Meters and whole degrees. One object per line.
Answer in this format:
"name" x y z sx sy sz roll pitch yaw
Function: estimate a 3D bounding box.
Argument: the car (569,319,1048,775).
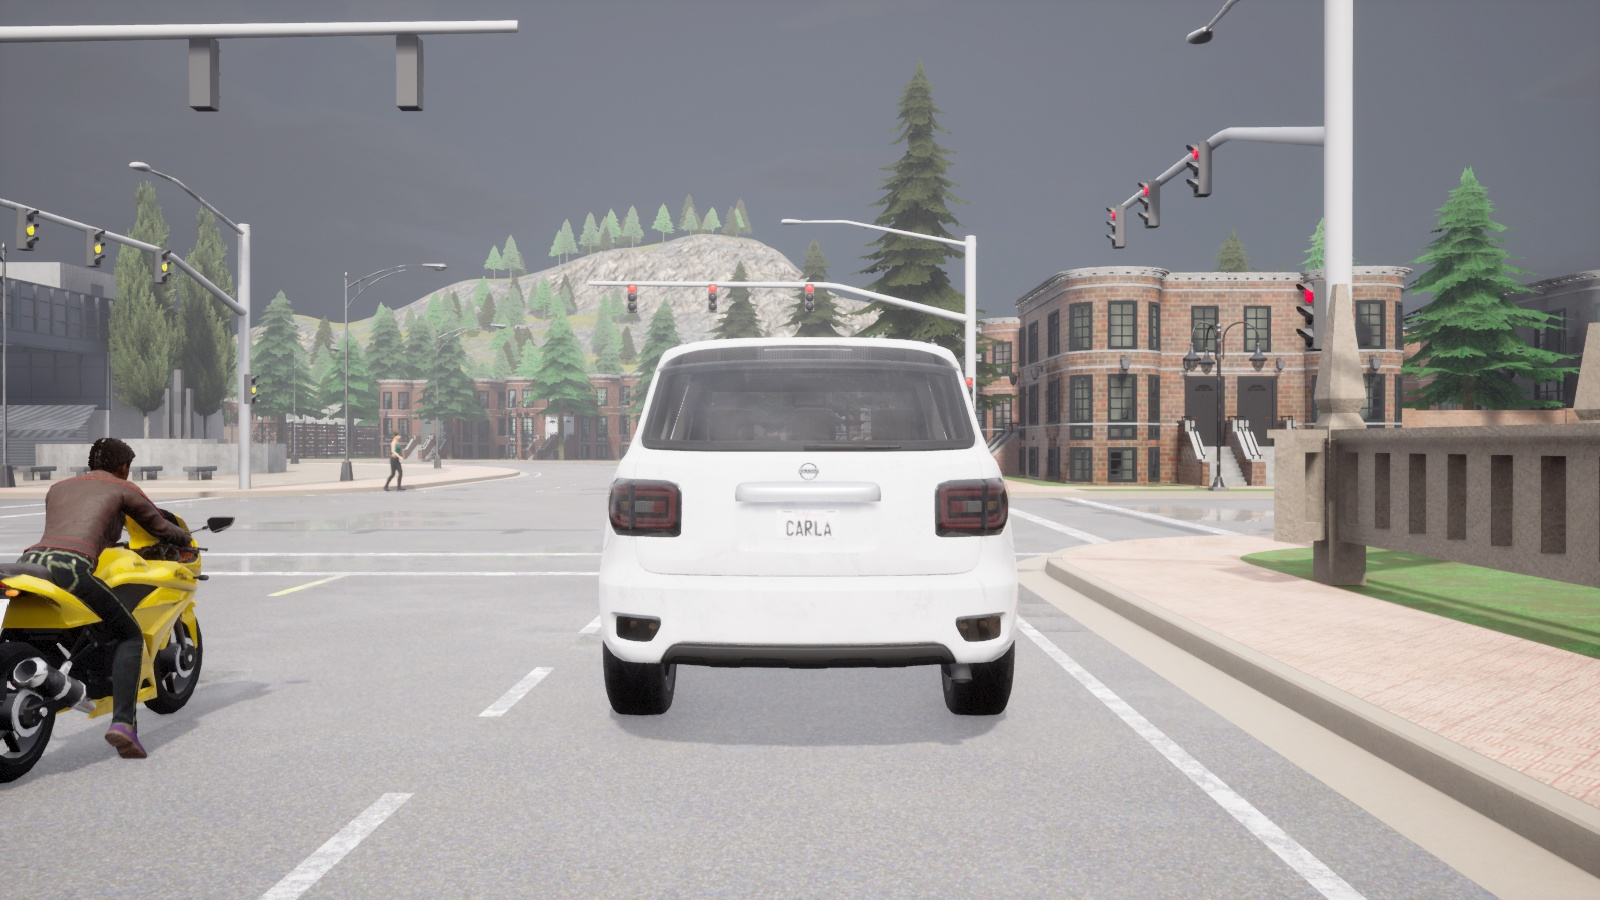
"car" 0.058 0.418 8.421 2.150 2.045 5.566 0 0 0

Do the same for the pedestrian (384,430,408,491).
"pedestrian" -12.264 0.310 38.130 0.594 1.836 0.345 0 0 3

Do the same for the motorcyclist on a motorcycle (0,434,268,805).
"motorcyclist on a motorcycle" -3.453 0.691 6.178 0.797 1.523 2.044 0 0 0
